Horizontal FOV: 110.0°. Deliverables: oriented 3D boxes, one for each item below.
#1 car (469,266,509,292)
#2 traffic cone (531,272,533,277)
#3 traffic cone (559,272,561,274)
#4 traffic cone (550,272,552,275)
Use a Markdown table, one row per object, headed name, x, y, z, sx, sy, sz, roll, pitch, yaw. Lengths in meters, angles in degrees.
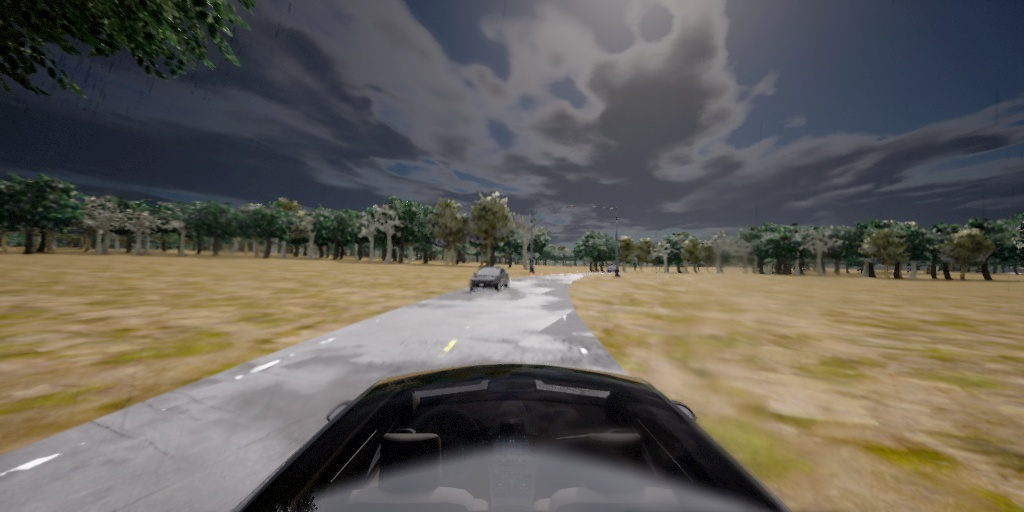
| name | x | y | z | sx | sy | sz | roll | pitch | yaw |
| --- | --- | --- | --- | --- | --- | --- | --- | --- | --- |
| car | -1.391 | 1.438 | 23.442 | 1.882 | 1.535 | 5.008 | 0 | -1 | 9 |
| traffic cone | 2.456 | 2.278 | 44.980 | 0.340 | 0.580 | 0.340 | 0 | 0 | 18 |
| traffic cone | 7.921 | 2.699 | 59.256 | 0.340 | 0.580 | 0.340 | 0 | 0 | 24 |
| traffic cone | 5.927 | 2.544 | 54.565 | 0.340 | 0.580 | 0.340 | 0 | 0 | 22 |
